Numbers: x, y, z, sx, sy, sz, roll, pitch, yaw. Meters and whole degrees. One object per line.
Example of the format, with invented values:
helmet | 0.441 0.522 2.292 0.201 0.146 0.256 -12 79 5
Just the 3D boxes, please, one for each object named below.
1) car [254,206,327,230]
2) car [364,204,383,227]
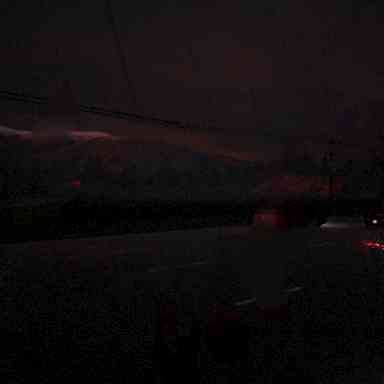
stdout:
car | 6.332 1.573 21.156 5.357 1.411 2.033 0 0 -35
car | 13.137 1.540 21.709 4.892 1.490 1.837 0 0 -35
